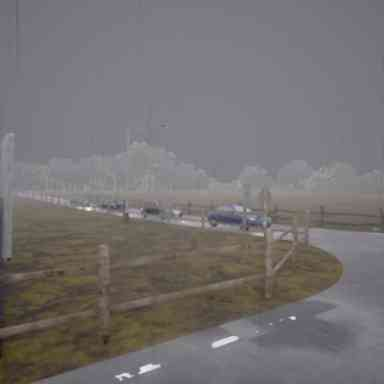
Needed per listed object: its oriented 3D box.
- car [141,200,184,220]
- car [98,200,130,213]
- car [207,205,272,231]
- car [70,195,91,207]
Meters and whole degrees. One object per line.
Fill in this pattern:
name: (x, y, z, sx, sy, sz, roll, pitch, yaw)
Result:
car: (-2.562, 1.486, 28.178, 2.128, 1.511, 4.902, 1, -1, -35)
car: (-8.635, 1.510, 36.600, 1.895, 1.301, 4.718, 1, 0, -36)
car: (2.807, 1.522, 20.681, 1.812, 1.442, 4.674, 1, -1, -34)
car: (-15.569, 1.194, 46.303, 2.128, 1.511, 4.902, 1, 0, -36)
